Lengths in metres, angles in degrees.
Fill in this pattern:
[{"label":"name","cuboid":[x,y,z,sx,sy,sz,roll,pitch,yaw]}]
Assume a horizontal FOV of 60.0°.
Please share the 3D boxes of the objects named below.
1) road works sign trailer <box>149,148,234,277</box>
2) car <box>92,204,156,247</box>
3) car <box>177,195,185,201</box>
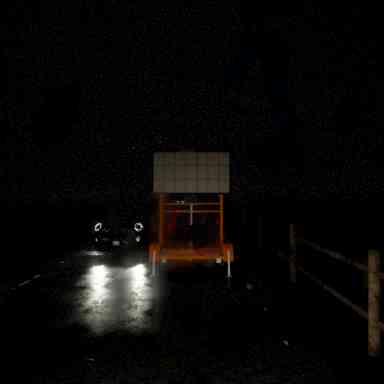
[{"label":"road works sign trailer","cuboid":[-0.015,0.467,10.224,2.380,3.560,2.880,0,0,0]},{"label":"car","cuboid":[-2.875,1.356,14.849,2.097,1.767,4.553,0,0,0]},{"label":"car","cuboid":[-2.886,1.568,84.613,2.033,1.411,5.357,0,0,0]}]
